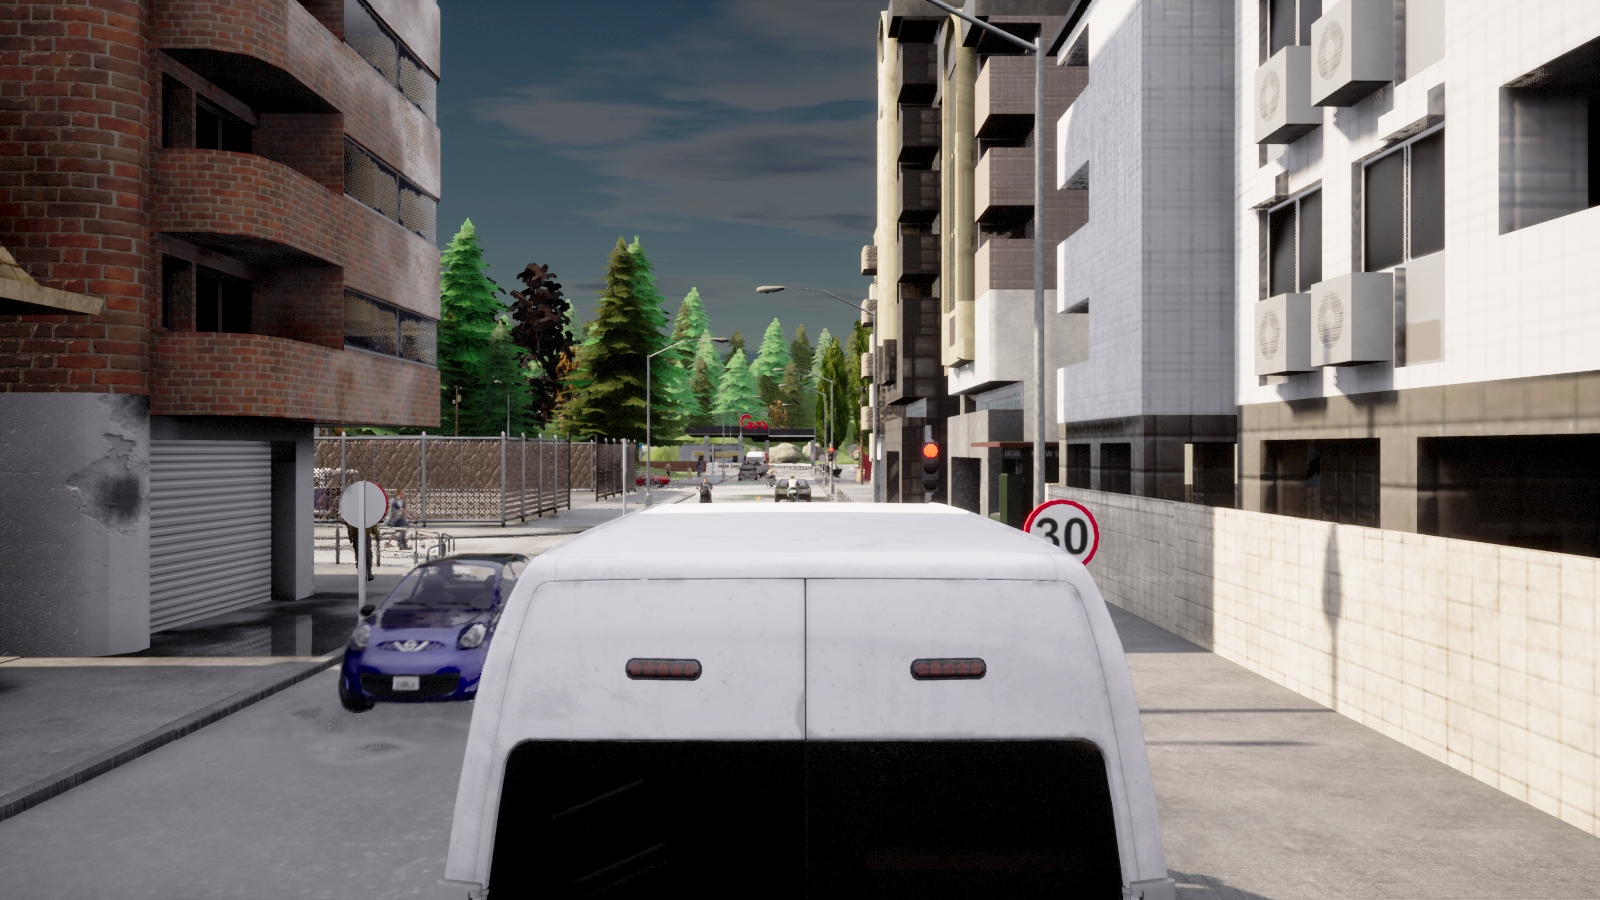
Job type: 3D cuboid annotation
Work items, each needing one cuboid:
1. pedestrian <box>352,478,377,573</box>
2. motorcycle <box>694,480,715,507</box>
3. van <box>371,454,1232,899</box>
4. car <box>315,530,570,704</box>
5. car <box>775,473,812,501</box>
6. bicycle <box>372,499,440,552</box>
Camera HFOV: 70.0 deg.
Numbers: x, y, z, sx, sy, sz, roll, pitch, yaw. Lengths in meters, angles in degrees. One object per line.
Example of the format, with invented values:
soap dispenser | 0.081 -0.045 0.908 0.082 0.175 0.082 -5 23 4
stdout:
pedestrian | -8.720 1.507 22.873 0.375 1.860 0.375 0 0 -37
motorcycle | -4.334 1.973 52.180 0.803 1.145 2.033 0 0 0
van | -0.009 1.312 5.597 1.988 2.561 5.915 0 0 0
car | -3.983 1.812 13.368 1.845 1.501 3.633 0 0 0
car | -0.339 1.912 60.159 1.895 1.301 4.718 0 0 0
bicycle | -10.128 1.924 29.361 1.643 1.296 0.373 0 3 7
